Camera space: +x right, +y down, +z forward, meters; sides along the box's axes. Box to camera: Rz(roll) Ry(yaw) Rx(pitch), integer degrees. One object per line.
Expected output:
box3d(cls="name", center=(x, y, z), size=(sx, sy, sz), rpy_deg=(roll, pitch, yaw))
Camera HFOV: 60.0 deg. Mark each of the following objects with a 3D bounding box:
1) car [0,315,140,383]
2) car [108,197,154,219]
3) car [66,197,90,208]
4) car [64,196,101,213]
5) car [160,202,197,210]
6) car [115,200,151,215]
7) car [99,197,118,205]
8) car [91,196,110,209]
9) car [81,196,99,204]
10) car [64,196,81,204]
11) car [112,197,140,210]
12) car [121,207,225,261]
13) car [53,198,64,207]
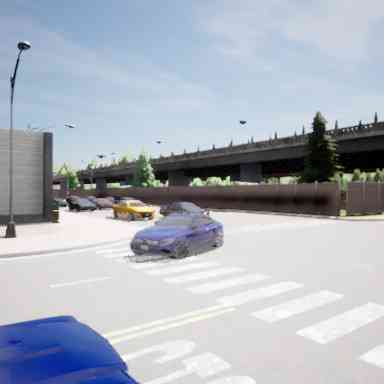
box3d(cls="car", center=(-2.626, 1.597, 1.903), size=(4.718, 1.301, 1.895), rpy_deg=(0, 0, -36))
box3d(cls="car", center=(-4.794, 1.464, 26.983), size=(1.882, 1.535, 5.008), rpy_deg=(0, 0, -36))
box3d(cls="car", center=(-17.574, 1.546, 50.921), size=(2.033, 1.411, 5.357), rpy_deg=(0, 0, -35))
box3d(cls="car", center=(-12.541, 1.534, 37.831), size=(2.033, 1.411, 5.357), rpy_deg=(0, 0, -36))
box3d(cls="car", center=(-0.721, 1.547, 27.299), size=(2.033, 1.411, 5.357), rpy_deg=(0, 0, -36))
box3d(cls="car", center=(-6.290, 1.600, 35.102), size=(1.895, 1.301, 4.718), rpy_deg=(0, 0, -35))
box3d(cls="car", center=(-15.010, 1.589, 59.672), size=(1.994, 1.385, 4.181), rpy_deg=(0, 0, -35))
box3d(cls="car", center=(-11.543, 1.525, 42.476), size=(1.812, 1.442, 4.674), rpy_deg=(0, 0, -36))
box3d(cls="car", center=(-20.832, 1.567, 67.727), size=(2.033, 1.411, 5.357), rpy_deg=(0, 0, -36))
box3d(cls="car", center=(-23.631, 1.489, 65.719), size=(1.882, 1.535, 5.008), rpy_deg=(0, 0, -36))
box3d(cls="car", center=(-9.034, 1.490, 45.298), size=(1.882, 1.535, 5.008), rpy_deg=(0, 0, -36))
box3d(cls="car", center=(-0.317, 1.549, 12.762), size=(1.812, 1.442, 4.674), rpy_deg=(2, 1, 31))
box3d(cls="car", center=(-19.400, 1.550, 47.456), size=(1.994, 1.385, 4.181), rpy_deg=(0, 0, -35))
